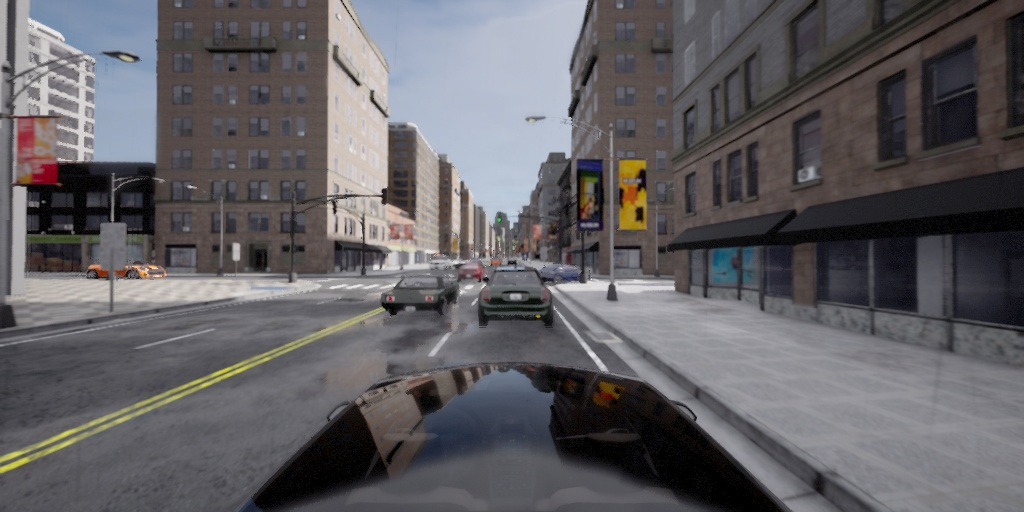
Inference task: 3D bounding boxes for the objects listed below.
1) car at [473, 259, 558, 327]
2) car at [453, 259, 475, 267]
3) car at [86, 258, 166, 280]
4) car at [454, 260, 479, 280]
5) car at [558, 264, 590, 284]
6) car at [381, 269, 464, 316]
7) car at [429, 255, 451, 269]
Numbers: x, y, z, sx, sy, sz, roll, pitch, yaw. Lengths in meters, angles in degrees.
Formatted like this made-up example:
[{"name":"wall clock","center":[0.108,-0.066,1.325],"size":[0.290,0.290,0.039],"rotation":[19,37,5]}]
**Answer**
[{"name":"car","center":[0.101,1.101,11.658],"size":[2.097,1.767,4.553],"rotation":[0,0,0]},{"name":"car","center":[-6.580,1.321,48.559],"size":[1.895,1.301,4.718],"rotation":[0,0,0]},{"name":"car","center":[-29.573,0.968,27.629],"size":[4.553,1.767,2.097],"rotation":[0,-1,0]},{"name":"car","center":[-3.145,1.273,28.378],"size":[1.812,1.442,4.674],"rotation":[0,0,0]},{"name":"car","center":[3.802,1.308,26.491],"size":[4.181,1.385,1.994],"rotation":[0,-1,-35]},{"name":"car","center":[-3.148,1.349,13.357],"size":[1.895,1.301,4.718],"rotation":[0,0,0]},{"name":"car","center":[-9.825,0.942,49.507],"size":[2.150,2.045,5.566],"rotation":[0,0,0]}]
